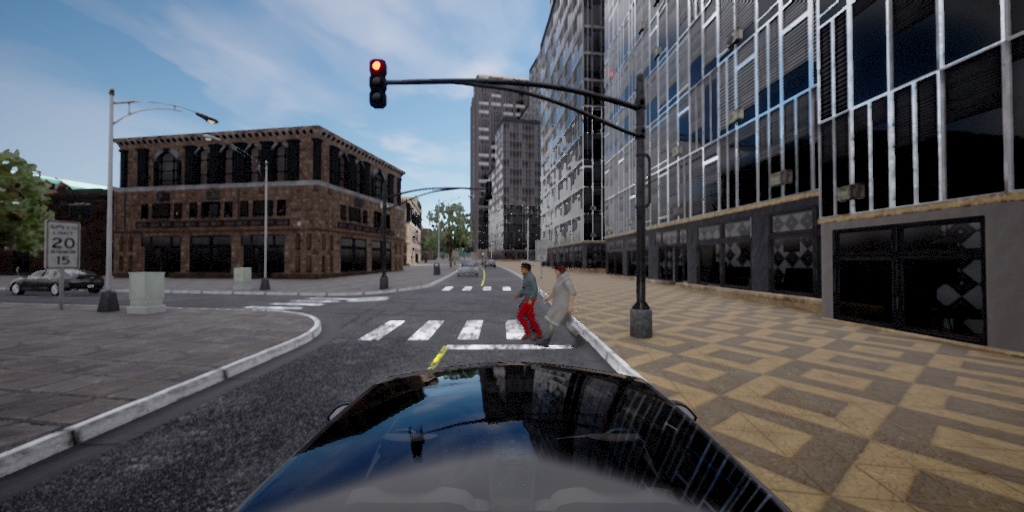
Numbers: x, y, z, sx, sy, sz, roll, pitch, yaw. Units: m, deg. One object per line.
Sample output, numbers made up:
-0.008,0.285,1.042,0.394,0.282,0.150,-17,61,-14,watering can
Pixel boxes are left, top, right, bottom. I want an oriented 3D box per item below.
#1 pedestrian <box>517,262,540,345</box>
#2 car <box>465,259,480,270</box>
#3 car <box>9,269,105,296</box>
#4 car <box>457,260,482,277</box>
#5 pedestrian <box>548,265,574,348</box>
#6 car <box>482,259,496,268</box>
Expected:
0.365,1.034,8.367,0.375,1.860,0.375,1,-1,-1,pedestrian
-5.610,1.211,51.034,2.033,1.411,5.357,0,0,-6,car
-24.246,1.354,19.137,4.403,1.370,2.007,0,0,9,car
-4.127,1.295,34.101,1.895,1.301,4.718,0,0,-4,car
1.048,1.035,7.739,0.375,1.860,0.375,1,-1,-1,pedestrian
-3.617,1.201,58.798,2.033,1.411,5.357,0,0,-7,car
